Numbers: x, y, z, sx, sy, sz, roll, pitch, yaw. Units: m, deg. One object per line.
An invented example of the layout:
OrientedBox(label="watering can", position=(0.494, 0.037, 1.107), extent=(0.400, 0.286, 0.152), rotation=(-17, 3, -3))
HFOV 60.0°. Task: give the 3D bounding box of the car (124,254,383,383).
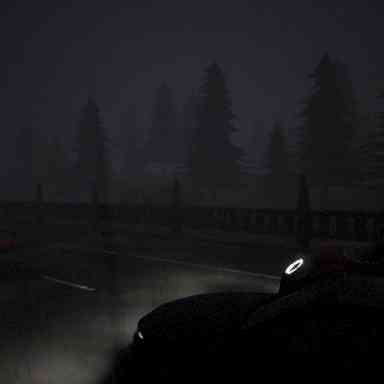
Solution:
OrientedBox(label="car", position=(1.465, 1.526, 2.947), extent=(4.674, 1.442, 1.812), rotation=(0, 0, 36))

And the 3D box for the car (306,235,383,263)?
OrientedBox(label="car", position=(3.834, 1.353, 5.553), extent=(4.553, 1.767, 2.097), rotation=(0, 0, 36))
